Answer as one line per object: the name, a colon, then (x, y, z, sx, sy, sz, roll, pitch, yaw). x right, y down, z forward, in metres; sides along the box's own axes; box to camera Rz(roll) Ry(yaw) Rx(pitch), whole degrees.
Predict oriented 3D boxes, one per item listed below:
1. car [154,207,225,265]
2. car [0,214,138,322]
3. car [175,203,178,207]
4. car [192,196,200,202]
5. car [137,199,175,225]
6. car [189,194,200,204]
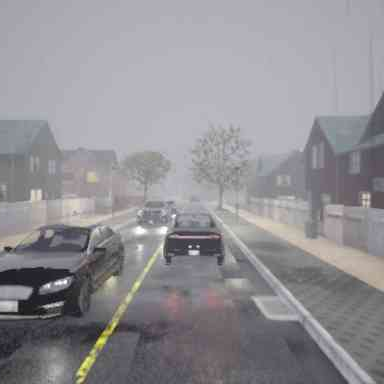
car: (0.078, 1.496, 11.771, 2.128, 1.511, 4.902, 0, 0, 0)
car: (-2.801, 1.481, 7.515, 2.128, 1.511, 4.902, 0, 0, 1)
car: (-2.493, 1.577, 35.641, 1.812, 1.442, 4.674, 0, 0, 0)
car: (1.001, 1.747, 82.416, 1.837, 1.490, 4.892, 0, -1, 4)
car: (-2.646, 1.366, 23.967, 2.097, 1.767, 4.553, 0, 0, 1)
car: (0.560, 1.533, 72.017, 2.150, 2.045, 5.566, 0, -1, 1)
